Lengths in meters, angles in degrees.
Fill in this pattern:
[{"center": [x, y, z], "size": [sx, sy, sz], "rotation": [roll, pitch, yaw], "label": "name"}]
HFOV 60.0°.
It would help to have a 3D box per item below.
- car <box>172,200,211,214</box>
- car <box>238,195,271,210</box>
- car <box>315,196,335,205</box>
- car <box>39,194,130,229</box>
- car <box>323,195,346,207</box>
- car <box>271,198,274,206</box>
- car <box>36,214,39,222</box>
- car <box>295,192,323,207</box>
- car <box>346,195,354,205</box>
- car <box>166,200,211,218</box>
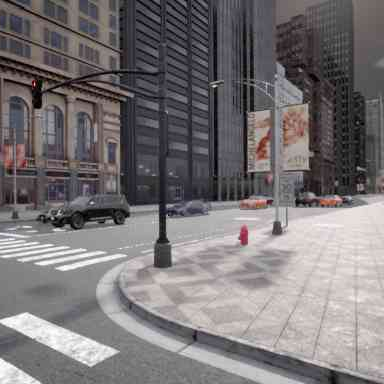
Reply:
[{"center": [-0.004, 1.551, 36.354], "size": [1.895, 1.301, 4.718], "rotation": [-1, 0, 35], "label": "car"}, {"center": [7.549, 1.260, 41.337], "size": [2.097, 1.767, 4.553], "rotation": [-1, 0, 36], "label": "car"}, {"center": [22.851, 1.399, 56.930], "size": [2.033, 1.411, 5.357], "rotation": [-1, 0, 35], "label": "car"}, {"center": [-6.519, 1.187, 21.598], "size": [2.150, 2.045, 5.566], "rotation": [-1, 0, 35], "label": "car"}, {"center": [19.897, 1.189, 47.174], "size": [2.097, 1.767, 4.553], "rotation": [-1, 0, 36], "label": "car"}, {"center": [11.225, 1.417, 51.970], "size": [1.882, 1.535, 5.008], "rotation": [-1, 0, 35], "label": "car"}, {"center": [-8.875, 1.552, 23.886], "size": [1.994, 1.385, 4.181], "rotation": [-1, 0, 35], "label": "car"}, {"center": [16.758, 1.084, 48.374], "size": [2.150, 2.045, 5.566], "rotation": [-1, 0, 36], "label": "car"}, {"center": [25.281, 1.332, 54.740], "size": [1.837, 1.490, 4.892], "rotation": [-1, 0, 35], "label": "car"}, {"center": [-0.330, 1.486, 30.292], "size": [2.033, 1.411, 5.357], "rotation": [-1, 0, 35], "label": "car"}]
